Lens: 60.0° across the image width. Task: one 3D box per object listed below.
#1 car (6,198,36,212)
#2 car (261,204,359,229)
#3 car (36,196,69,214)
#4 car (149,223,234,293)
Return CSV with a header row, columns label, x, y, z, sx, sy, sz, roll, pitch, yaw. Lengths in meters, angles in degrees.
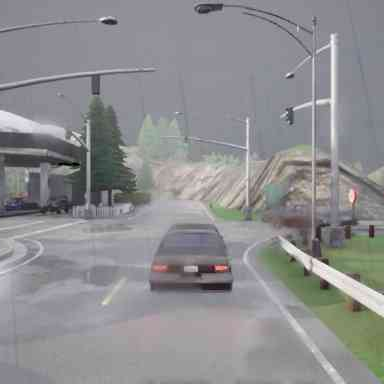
label,x,y,z,sx,sy,sz,roll,pitch,yaw
car,-20.278,1.493,39.881,2.242,1.667,4.611,0,0,-1
car,6.080,1.367,17.803,2.033,1.411,5.357,0,0,-30
car,-14.566,1.325,35.609,1.905,1.878,3.866,0,0,-1
car,0.026,1.550,9.005,2.033,1.411,5.357,0,0,1
